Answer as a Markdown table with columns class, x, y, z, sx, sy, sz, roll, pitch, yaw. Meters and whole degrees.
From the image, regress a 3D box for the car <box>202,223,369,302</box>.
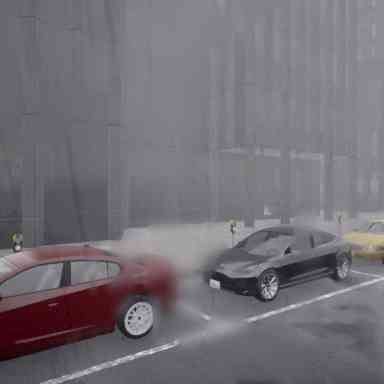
| class | x | y | z | sx | sy | sz | roll | pitch | yaw |
| --- | --- | --- | --- | --- | --- | --- | --- | --- | --- |
| car | 2.255 | 1.566 | 8.267 | 4.313 | 1.339 | 1.947 | 0 | 0 | -36 |

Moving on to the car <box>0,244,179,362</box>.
| class | x | y | z | sx | sy | sz | roll | pitch | yaw |
| --- | --- | --- | --- | --- | --- | --- | --- | --- | --- |
| car | -2.330 | 1.545 | 4.990 | 4.507 | 1.381 | 1.887 | 0 | 0 | -36 |

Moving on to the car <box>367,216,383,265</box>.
| class | x | y | z | sx | sy | sz | roll | pitch | yaw |
| --- | --- | --- | --- | --- | --- | --- | --- | --- | --- |
| car | 6.703 | 1.527 | 11.445 | 4.829 | 1.417 | 1.752 | 0 | 0 | -36 |
